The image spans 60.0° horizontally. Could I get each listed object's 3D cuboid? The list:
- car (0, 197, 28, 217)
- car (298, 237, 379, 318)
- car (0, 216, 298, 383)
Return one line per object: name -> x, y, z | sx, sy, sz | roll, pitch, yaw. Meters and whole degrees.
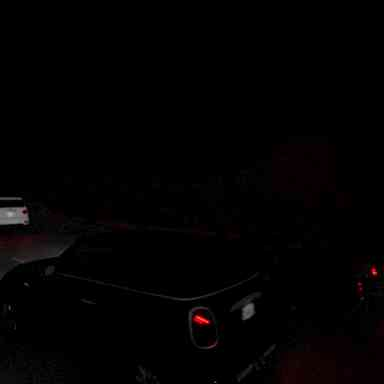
car -> -11.692, 1.305, 20.304 | 2.150, 2.045, 5.566 | 0, 0, -40
car -> 1.394, 1.628, 7.502 | 4.718, 1.301, 1.895 | 0, 0, 38
car -> -1.045, 1.372, 5.047 | 4.553, 1.767, 2.097 | 0, 0, 38
